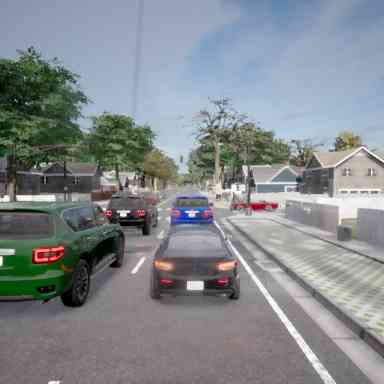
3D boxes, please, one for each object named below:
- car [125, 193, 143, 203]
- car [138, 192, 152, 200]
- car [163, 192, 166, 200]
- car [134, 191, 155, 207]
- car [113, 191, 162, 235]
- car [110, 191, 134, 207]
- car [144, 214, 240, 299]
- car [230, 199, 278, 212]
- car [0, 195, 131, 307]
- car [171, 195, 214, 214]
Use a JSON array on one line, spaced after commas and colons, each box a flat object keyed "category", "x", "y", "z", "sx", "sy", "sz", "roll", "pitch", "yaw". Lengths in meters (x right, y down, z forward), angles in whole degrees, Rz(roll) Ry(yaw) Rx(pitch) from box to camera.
[{"category": "car", "x": -9.799, "y": 1.042, "z": 56.641, "sx": 2.128, "sy": 1.511, "sz": 4.902, "roll": 0, "pitch": 1, "yaw": 0}, {"category": "car", "x": -9.707, "y": 0.839, "z": 68.595, "sx": 2.128, "sy": 1.511, "sz": 4.902, "roll": 0, "pitch": 1, "yaw": 0}, {"category": "car", "x": -6.456, "y": 0.791, "z": 69.315, "sx": 2.128, "sy": 1.511, "sz": 4.902, "roll": 0, "pitch": 1, "yaw": 0}, {"category": "car", "x": -6.567, "y": 0.888, "z": 46.907, "sx": 2.150, "sy": 2.045, "sz": 5.566, "roll": 0, "pitch": 1, "yaw": 0}, {"category": "car", "x": -3.215, "y": 1.158, "z": 18.441, "sx": 2.150, "sy": 2.045, "sz": 5.566, "roll": 0, "pitch": 0, "yaw": 1}, {"category": "car", "x": -9.818, "y": 0.888, "z": 46.962, "sx": 2.150, "sy": 2.045, "sz": 5.566, "roll": 0, "pitch": 1, "yaw": 0}, {"category": "car", "x": 0.071, "y": 1.513, "z": 8.281, "sx": 1.812, "sy": 1.442, "sz": 4.674, "roll": 0, "pitch": 0, "yaw": 0}, {"category": "car", "x": 6.323, "y": 1.363, "z": 34.271, "sx": 4.718, "sy": 1.301, "sz": 1.895, "roll": 0, "pitch": 1, "yaw": -1}, {"category": "car", "x": -3.183, "y": 1.209, "z": 8.089, "sx": 2.150, "sy": 2.045, "sz": 5.566, "roll": 0, "pitch": 0, "yaw": 1}, {"category": "car", "x": 0.033, "y": 1.159, "z": 18.314, "sx": 2.150, "sy": 2.045, "sz": 5.566, "roll": 0, "pitch": 0, "yaw": 1}]
